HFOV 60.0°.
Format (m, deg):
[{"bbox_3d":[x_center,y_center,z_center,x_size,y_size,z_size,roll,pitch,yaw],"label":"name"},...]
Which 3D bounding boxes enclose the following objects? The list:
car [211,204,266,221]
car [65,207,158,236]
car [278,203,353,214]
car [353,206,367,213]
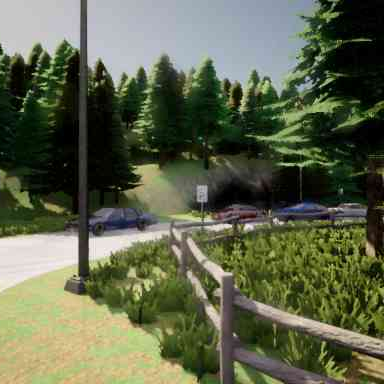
[{"bbox_3d":[3.550,1.591,25.152,4.181,1.385,1.994,0,0,-26],"label":"car"},{"bbox_3d":[-4.400,1.574,19.122,2.033,1.411,5.357,0,0,41],"label":"car"},{"bbox_3d":[8.521,1.504,23.638,5.008,1.535,1.882,0,-1,-19],"label":"car"},{"bbox_3d":[13.073,1.628,28.034,4.718,1.301,1.895,0,0,-6],"label":"car"}]
